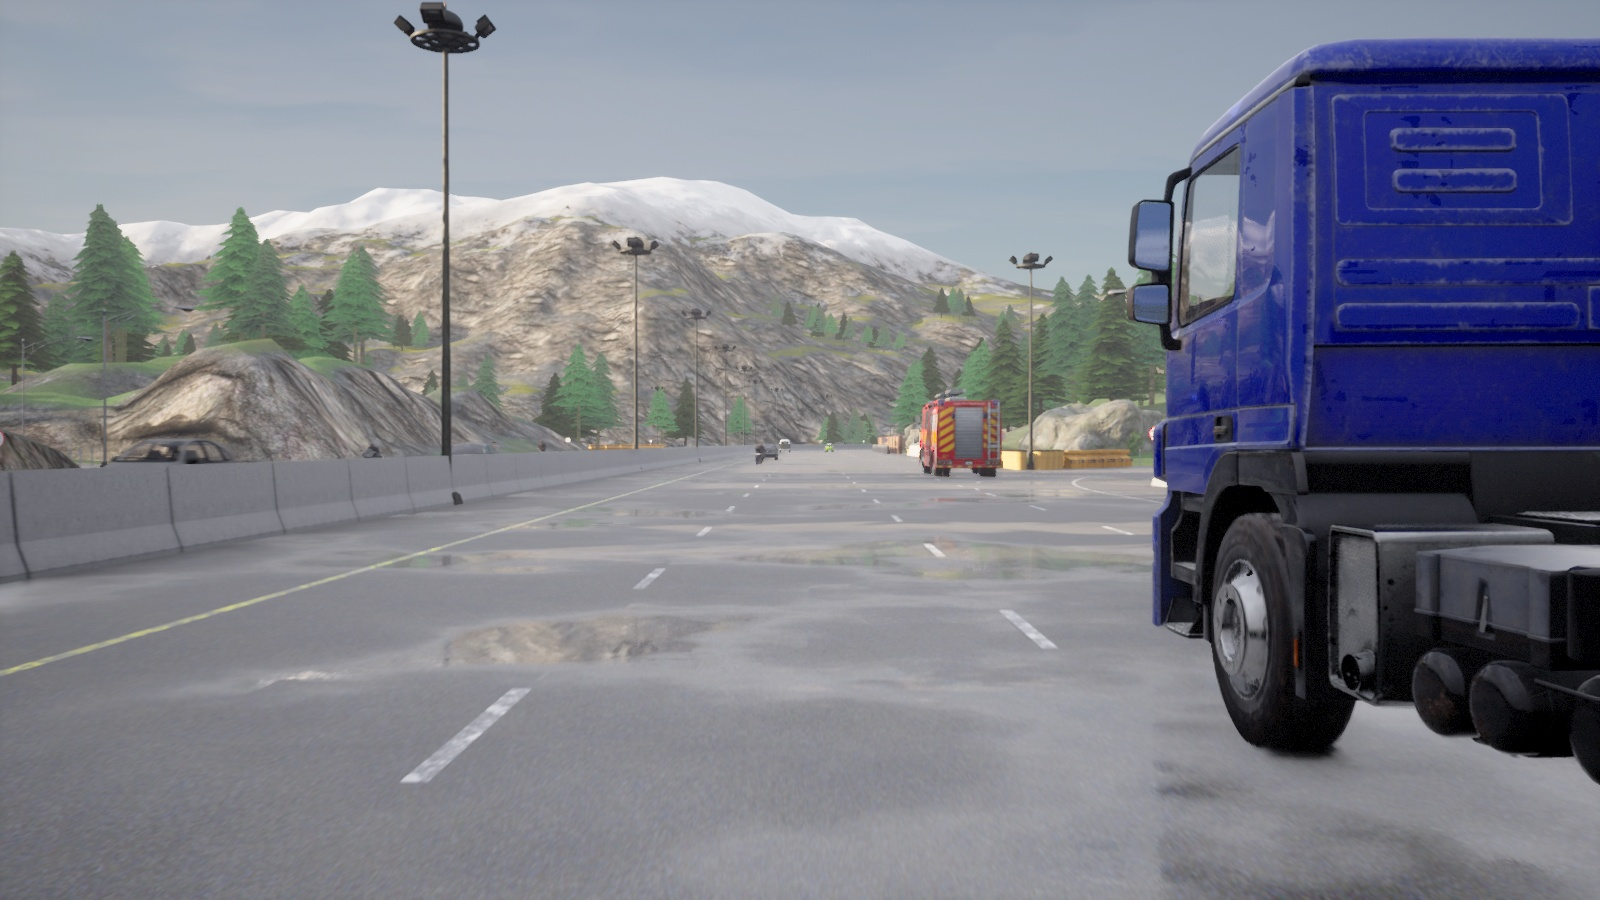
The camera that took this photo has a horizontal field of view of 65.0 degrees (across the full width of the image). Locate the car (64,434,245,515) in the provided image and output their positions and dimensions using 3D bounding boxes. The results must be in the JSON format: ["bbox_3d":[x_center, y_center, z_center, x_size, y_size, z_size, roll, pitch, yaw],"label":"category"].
[{"bbox_3d":[-13.831,0.480,27.199,1.851,1.617,3.988,0,0,0],"label":"car"}]

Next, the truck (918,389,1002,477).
[{"bbox_3d":[7.351,-0.744,58.899,2.891,3.827,8.468,0,0,0],"label":"truck"}]

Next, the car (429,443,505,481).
[{"bbox_3d":[-13.690,0.447,51.878,1.837,1.490,4.892,0,0,0],"label":"car"}]

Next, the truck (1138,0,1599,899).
[{"bbox_3d":[3.538,-0.254,3.862,2.891,3.462,7.936,0,0,0],"label":"truck"}]
